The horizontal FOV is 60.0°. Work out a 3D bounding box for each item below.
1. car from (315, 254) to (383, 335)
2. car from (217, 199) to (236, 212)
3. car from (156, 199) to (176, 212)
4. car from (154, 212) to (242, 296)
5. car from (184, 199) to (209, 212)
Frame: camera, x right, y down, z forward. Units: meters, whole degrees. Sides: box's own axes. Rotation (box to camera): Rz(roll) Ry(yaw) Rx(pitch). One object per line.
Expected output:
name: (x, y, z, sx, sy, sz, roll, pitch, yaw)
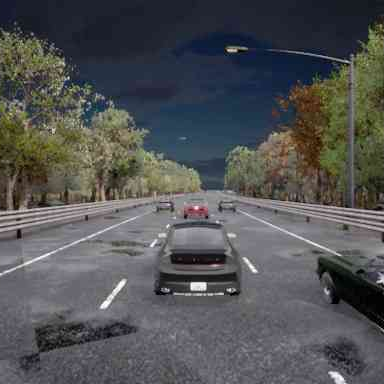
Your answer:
car: (3.614, 1.606, 5.181, 1.895, 1.301, 4.718, 0, 0, 0)
car: (4.005, 1.524, 38.811, 2.128, 1.511, 4.902, 0, 0, 1)
car: (-2.999, 1.524, 38.670, 2.128, 1.511, 4.902, 0, 0, 1)
car: (0.133, 1.514, 8.665, 1.837, 1.490, 4.892, 0, 0, 0)
car: (0.354, 1.377, 29.717, 2.097, 1.767, 4.553, 0, 0, 0)
